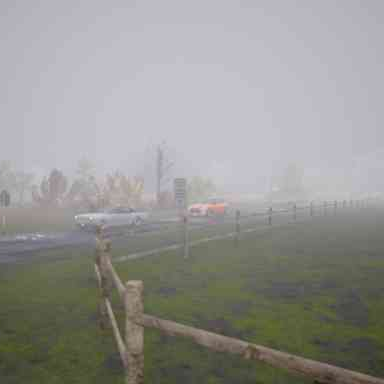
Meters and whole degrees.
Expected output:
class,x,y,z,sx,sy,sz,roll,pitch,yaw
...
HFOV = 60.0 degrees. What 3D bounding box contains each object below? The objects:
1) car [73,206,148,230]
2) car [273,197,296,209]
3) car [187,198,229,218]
class,x,y,z,sx,sy,sz,roll,pitch,yaw
car,-5.105,1.607,21.239,1.895,1.301,4.718,0,0,36
car,12.720,1.471,45.627,1.837,1.490,4.892,0,0,37
car,1.546,1.334,30.362,2.097,1.767,4.553,0,0,36
